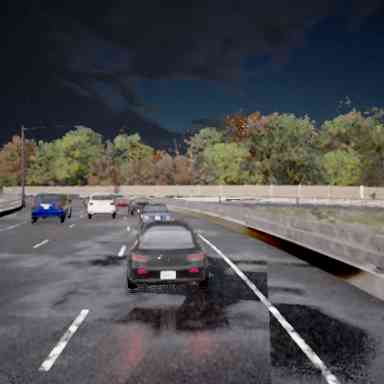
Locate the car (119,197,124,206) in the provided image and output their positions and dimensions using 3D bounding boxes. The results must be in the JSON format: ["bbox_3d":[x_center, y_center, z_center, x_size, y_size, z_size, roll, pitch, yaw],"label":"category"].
[{"bbox_3d":[-9.965,1.324,44.757,1.994,1.385,4.181,0,0,-24],"label":"car"}]

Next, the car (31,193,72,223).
[{"bbox_3d":[-10.279,1.094,24.634,2.150,2.045,5.566,0,1,-14],"label":"car"}]

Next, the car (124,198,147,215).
[{"bbox_3d":[-5.127,1.333,31.960,1.837,1.490,4.892,0,1,-17],"label":"car"}]

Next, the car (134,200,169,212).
[{"bbox_3d":[-2.344,1.434,20.669,2.033,1.411,5.357,0,0,-10],"label":"car"}]

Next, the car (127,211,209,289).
[{"bbox_3d":[-0.661,1.476,8.928,1.812,1.442,4.674,0,0,-5],"label":"car"}]

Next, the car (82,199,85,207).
[{"bbox_3d":[-13.160,1.317,43.407,2.033,1.411,5.357,0,0,-24],"label":"car"}]

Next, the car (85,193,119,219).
[{"bbox_3d":[-7.578,1.072,28.109,2.150,2.045,5.566,0,0,-15],"label":"car"}]

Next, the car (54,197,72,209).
[{"bbox_3d":[-16.645,1.377,42.694,1.895,1.301,4.718,0,0,-24],"label":"car"}]
